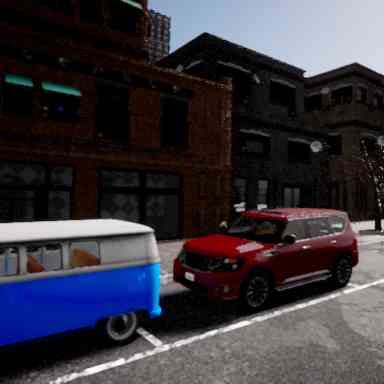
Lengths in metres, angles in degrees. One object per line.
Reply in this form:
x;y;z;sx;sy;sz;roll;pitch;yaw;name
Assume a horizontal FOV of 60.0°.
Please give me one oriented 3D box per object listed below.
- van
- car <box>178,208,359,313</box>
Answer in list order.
-2.391;1.346;4.833;3.998;1.788;1.690;0;1;-35;van
2.012;1.352;7.972;5.009;1.841;2.192;0;1;-35;car
